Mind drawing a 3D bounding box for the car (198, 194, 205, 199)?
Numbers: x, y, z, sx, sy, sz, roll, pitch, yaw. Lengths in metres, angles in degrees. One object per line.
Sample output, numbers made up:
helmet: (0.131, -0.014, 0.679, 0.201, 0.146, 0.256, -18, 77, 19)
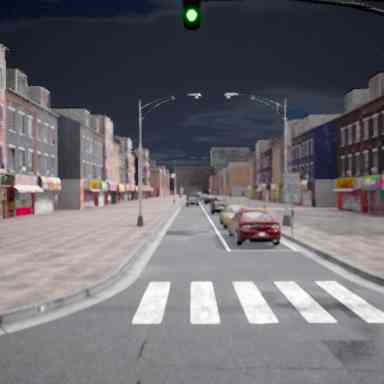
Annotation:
car: (2.624, 1.203, 94.254, 2.008, 1.369, 4.403, 0, 0, 0)

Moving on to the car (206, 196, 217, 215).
car: (2.631, 1.386, 31.779, 1.947, 1.339, 4.313, 0, 0, 0)

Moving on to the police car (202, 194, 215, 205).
police car: (3.000, 1.170, 53.020, 1.930, 1.638, 5.238, 0, 0, 0)

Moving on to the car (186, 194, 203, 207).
car: (0.089, 1.321, 47.411, 2.033, 1.411, 5.357, 0, 0, -1)

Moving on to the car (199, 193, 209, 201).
car: (2.627, 1.134, 71.536, 1.967, 1.590, 4.097, 0, 0, 0)

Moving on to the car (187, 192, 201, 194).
car: (0.086, 0.966, 57.554, 2.150, 2.045, 5.566, 0, 0, 0)

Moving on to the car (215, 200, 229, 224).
car: (2.633, 1.397, 20.590, 1.752, 1.417, 4.829, 0, 0, 0)

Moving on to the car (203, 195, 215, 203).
car: (3.014, 1.251, 59.910, 1.812, 1.442, 4.674, 0, 0, 0)

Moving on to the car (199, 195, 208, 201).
car: (2.627, 1.261, 77.216, 1.802, 1.307, 4.206, 0, 0, 0)

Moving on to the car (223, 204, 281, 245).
car: (2.634, 1.448, 14.740, 1.887, 1.381, 4.507, 0, 0, 0)
